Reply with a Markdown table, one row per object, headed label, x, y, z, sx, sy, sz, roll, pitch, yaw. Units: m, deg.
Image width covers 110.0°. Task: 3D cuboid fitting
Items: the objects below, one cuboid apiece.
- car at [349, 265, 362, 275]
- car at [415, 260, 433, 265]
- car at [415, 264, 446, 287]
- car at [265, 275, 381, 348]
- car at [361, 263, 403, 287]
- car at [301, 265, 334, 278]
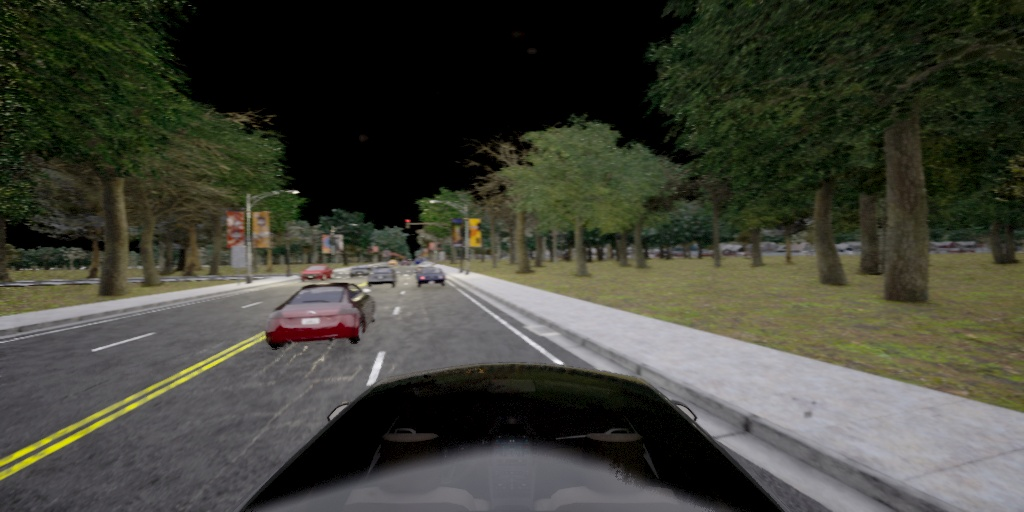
| label | x | y | z | sx | sy | sz | roll | pitch | yaw |
| --- | --- | --- | --- | --- | --- | --- | --- | --- | --- |
| car | -16.191 | 1.629 | 38.744 | 1.994 | 1.385 | 4.181 | -1 | 0 | -15 |
| car | -8.482 | 1.403 | 35.425 | 2.128 | 1.511 | 4.902 | -1 | 0 | -14 |
| car | -5.852 | 1.460 | 25.741 | 1.895 | 1.301 | 4.718 | -1 | 0 | -15 |
| car | -4.921 | 1.407 | 9.775 | 1.994 | 1.385 | 4.181 | -1 | 0 | -15 |
| car | -9.250 | 1.473 | 25.861 | 2.033 | 1.411 | 5.357 | -1 | 0 | -15 |
| car | -18.279 | 1.581 | 33.842 | 1.882 | 1.535 | 5.008 | -1 | 0 | -14 |
